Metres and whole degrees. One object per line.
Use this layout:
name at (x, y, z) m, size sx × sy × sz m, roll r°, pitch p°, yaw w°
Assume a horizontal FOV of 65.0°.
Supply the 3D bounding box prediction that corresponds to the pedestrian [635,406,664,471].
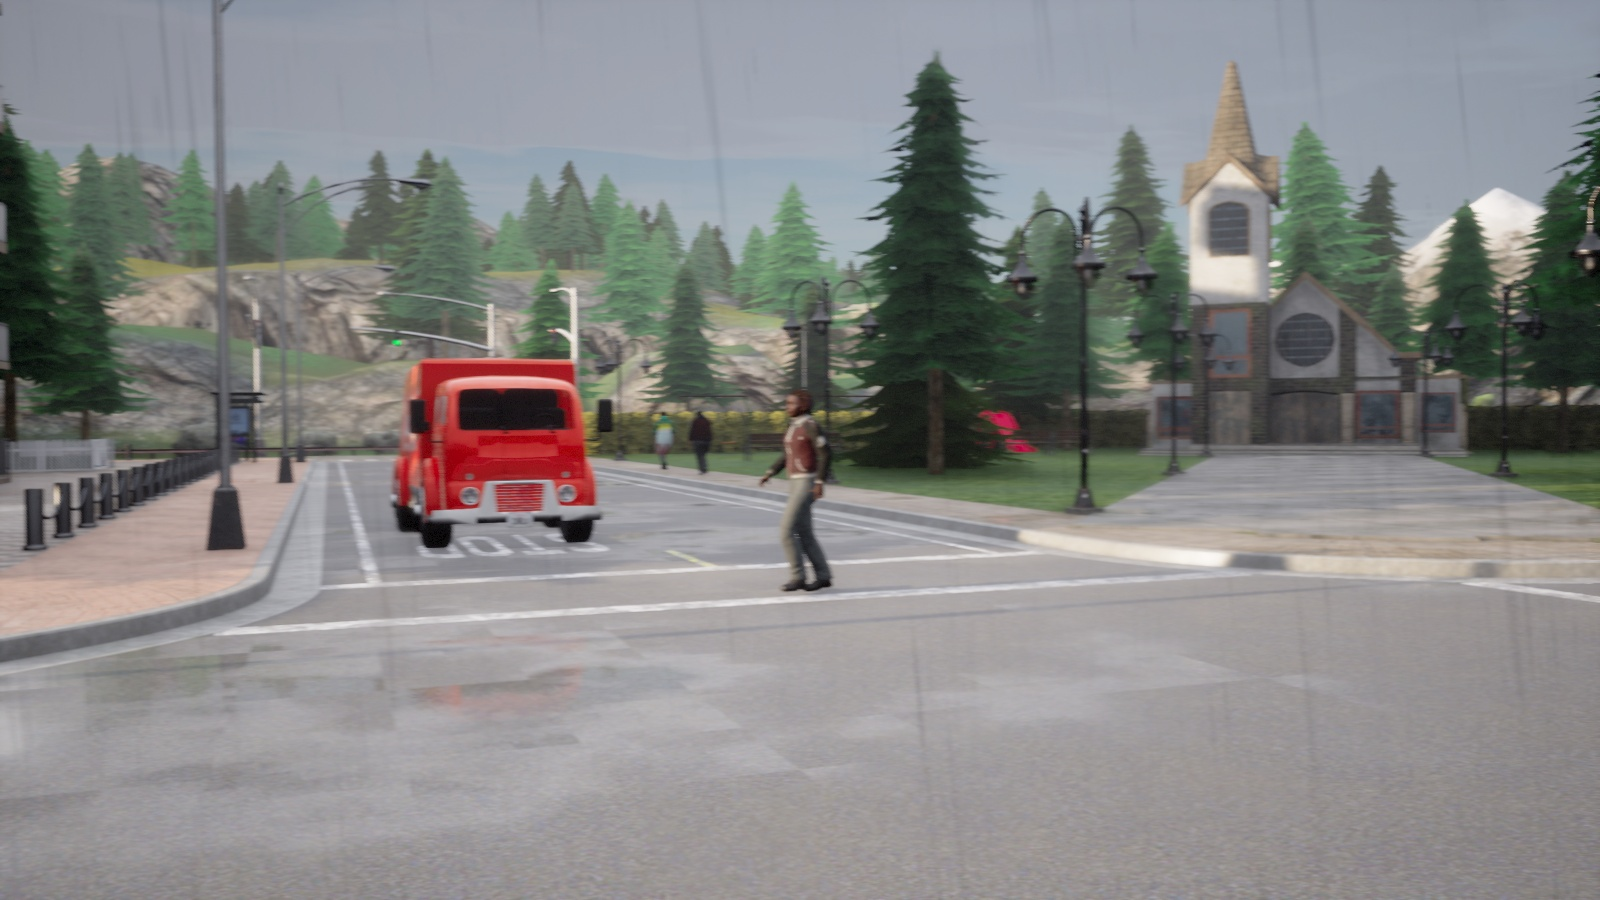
pedestrian at (-4.604, -0.364, 38.427) m, size 0.659 × 1.952 × 0.873 m, roll -1°, pitch 1°, yaw -23°

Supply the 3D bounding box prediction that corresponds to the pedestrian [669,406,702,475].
pedestrian at (-3.121, -0.272, 34.237) m, size 0.634 × 1.844 × 0.899 m, roll -1°, pitch 1°, yaw -25°

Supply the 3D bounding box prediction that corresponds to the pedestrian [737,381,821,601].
pedestrian at (-0.192, 0.356, 11.333) m, size 0.666 × 1.930 × 0.402 m, roll 0°, pitch 1°, yaw -21°

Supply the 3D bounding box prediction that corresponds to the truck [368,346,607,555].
truck at (-4.576, -0.055, 17.667) m, size 2.627 × 2.467 × 5.204 m, roll 0°, pitch 1°, yaw -21°
